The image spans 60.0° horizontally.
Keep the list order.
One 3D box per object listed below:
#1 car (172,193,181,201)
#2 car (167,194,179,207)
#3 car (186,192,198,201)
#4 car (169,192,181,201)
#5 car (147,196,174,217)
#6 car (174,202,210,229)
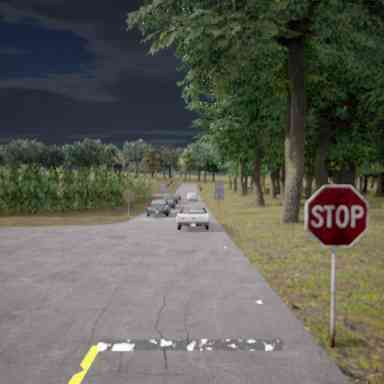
[{"bbox_3d":[-2.938,1.074,48.455,1.895,1.301,4.718,0,1,0],"label":"car"},{"bbox_3d":[-2.924,1.244,38.883,1.994,1.385,4.181,0,1,0],"label":"car"},{"bbox_3d":[-0.020,0.787,57.704,1.812,1.442,4.674,0,1,0],"label":"car"},{"bbox_3d":[-2.916,0.808,58.474,1.994,1.385,4.181,0,1,0],"label":"car"},{"bbox_3d":[-2.910,1.357,29.815,1.812,1.442,4.674,0,1,0],"label":"car"},{"bbox_3d":[0.067,1.533,21.109,1.895,1.301,4.718,0,1,0],"label":"car"}]
